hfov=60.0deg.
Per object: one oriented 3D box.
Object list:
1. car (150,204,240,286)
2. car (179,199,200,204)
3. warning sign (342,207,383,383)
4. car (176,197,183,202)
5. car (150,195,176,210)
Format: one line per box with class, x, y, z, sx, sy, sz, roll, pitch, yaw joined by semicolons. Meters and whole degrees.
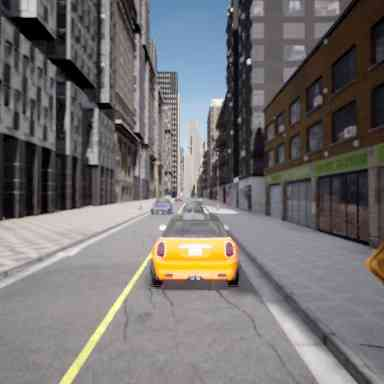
car;0.084;1.384;9.666;2.097;1.767;4.553;0;0;0
car;0.101;1.638;29.659;2.033;1.411;5.357;0;0;0
warning sign;2.708;1.130;4.002;1.300;1.860;1.060;-1;-1;0
car;-2.986;1.796;75.439;1.895;1.301;4.718;0;0;0
car;-3.090;1.457;34.764;2.097;1.767;4.553;0;0;0
